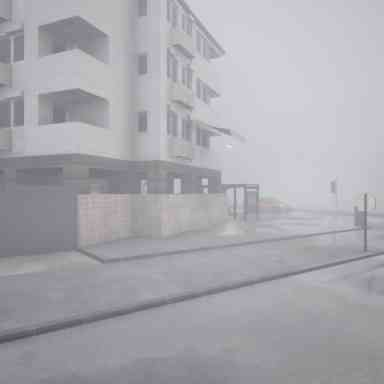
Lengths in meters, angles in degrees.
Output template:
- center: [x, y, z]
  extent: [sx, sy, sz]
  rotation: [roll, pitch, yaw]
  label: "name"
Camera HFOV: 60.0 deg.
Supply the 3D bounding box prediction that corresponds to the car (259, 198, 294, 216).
- center: [7.939, 1.351, 33.218]
  extent: [2.097, 1.767, 4.553]
  rotation: [0, 0, -36]
  label: "car"
